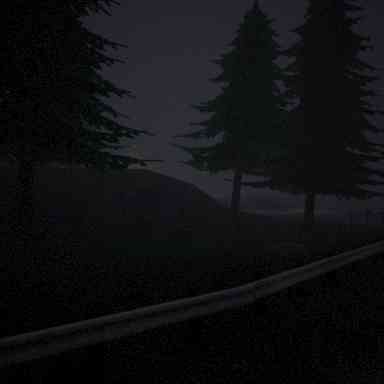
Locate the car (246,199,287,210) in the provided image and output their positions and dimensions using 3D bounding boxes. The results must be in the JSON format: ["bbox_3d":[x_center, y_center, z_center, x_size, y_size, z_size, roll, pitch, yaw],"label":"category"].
[{"bbox_3d":[9.622,1.597,43.097,4.718,1.301,1.895,0,0,34],"label":"car"}]

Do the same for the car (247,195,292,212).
[{"bbox_3d":[9.161,1.477,39.189,5.008,1.535,1.882,0,0,34],"label":"car"}]

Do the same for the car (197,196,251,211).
[{"bbox_3d":[3.671,1.536,38.662,5.357,1.411,2.033,0,0,34],"label":"car"}]

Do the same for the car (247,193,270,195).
[{"bbox_3d":[10.161,1.216,46.954,5.566,2.045,2.150,0,0,34],"label":"car"}]
